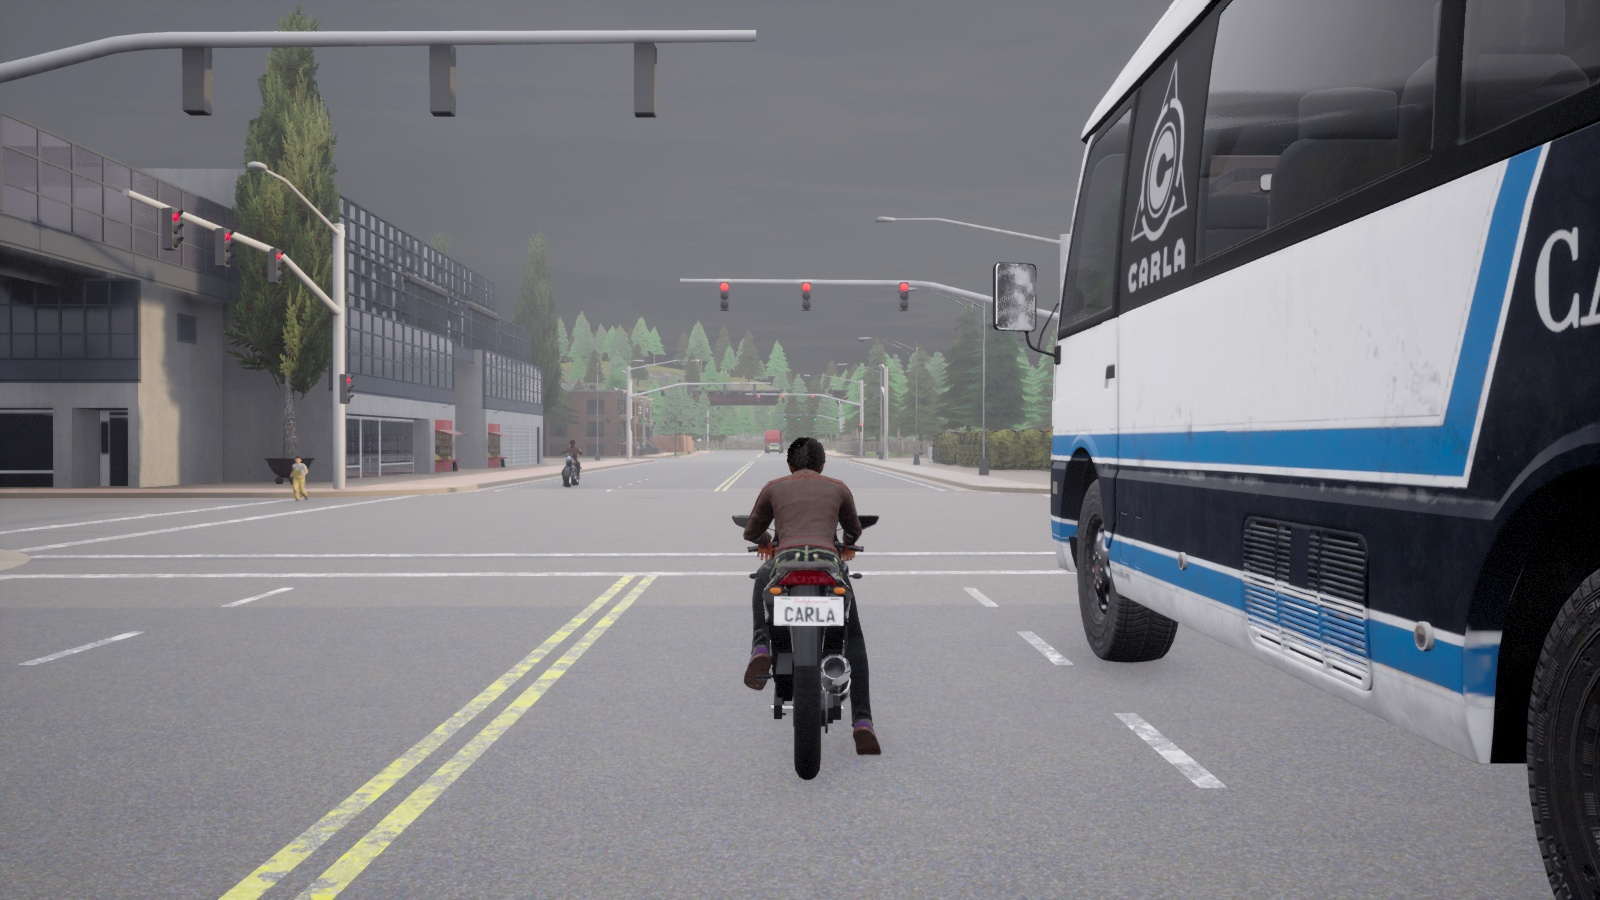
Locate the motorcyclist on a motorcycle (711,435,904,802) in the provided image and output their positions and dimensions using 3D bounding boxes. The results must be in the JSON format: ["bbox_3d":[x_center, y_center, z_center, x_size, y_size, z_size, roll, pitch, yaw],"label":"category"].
[{"bbox_3d":[0.030,0.693,6.236,0.797,1.523,2.044,0,0,0],"label":"motorcyclist on a motorcycle"}]

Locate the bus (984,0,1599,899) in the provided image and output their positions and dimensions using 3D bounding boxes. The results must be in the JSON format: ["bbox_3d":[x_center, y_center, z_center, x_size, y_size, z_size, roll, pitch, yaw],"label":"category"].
[{"bbox_3d":[3.533,-0.659,5.564,3.944,4.253,10.273,0,0,0],"label":"bus"}]

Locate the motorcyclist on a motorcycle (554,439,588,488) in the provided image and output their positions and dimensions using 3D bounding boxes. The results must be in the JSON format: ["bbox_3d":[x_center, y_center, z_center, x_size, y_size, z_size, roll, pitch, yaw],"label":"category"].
[{"bbox_3d":[-7.852,0.447,43.159,0.766,1.649,2.350,0,0,-1],"label":"motorcyclist on a motorcycle"}]

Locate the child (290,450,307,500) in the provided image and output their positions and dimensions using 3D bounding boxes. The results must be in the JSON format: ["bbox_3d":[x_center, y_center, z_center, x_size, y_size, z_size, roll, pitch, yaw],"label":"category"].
[{"bbox_3d":[-12.657,0.625,31.727,0.270,1.263,0.437,0,0,-3],"label":"child"}]
